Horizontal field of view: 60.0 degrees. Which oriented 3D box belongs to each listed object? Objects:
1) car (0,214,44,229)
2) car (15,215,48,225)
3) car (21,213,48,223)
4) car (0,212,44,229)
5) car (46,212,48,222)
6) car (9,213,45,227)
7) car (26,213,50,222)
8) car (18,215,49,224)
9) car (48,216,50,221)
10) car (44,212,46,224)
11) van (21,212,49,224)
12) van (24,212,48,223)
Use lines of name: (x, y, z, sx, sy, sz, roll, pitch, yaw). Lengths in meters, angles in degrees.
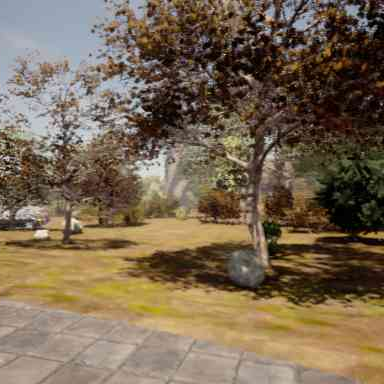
car: (-19.803, 3.390, 38.289, 4.892, 1.521, 2.231, -1, -4, -22)
car: (-26.989, 4.674, 56.142, 4.792, 1.488, 2.163, -1, -3, -22)
car: (-30.110, 5.011, 63.924, 4.553, 1.767, 2.185, -1, -3, -22)
car: (-17.773, 3.004, 33.183, 4.892, 1.521, 2.231, -1, -4, -22)
car: (-22.024, 3.764, 43.322, 5.366, 1.575, 1.946, -1, -4, -22)
car: (-23.926, 4.004, 48.484, 4.553, 1.767, 2.185, -1, -3, -22)
car: (-33.075, 5.446, 71.491, 4.553, 1.767, 2.185, -1, -3, -22)
car: (-27.956, 4.836, 58.715, 4.792, 1.488, 2.163, -1, -3, -22)
car: (-25.936, 4.514, 53.598, 4.674, 1.452, 2.002, -1, -3, -22)
car: (-18.793, 3.197, 35.735, 5.008, 1.535, 2.097, -1, -4, -22)
van: (-28.905, 4.743, 61.311, 4.442, 1.987, 1.878, -1, -3, -22)
van: (-32.191, 5.206, 68.889, 4.442, 1.987, 1.878, -1, -3, -22)
